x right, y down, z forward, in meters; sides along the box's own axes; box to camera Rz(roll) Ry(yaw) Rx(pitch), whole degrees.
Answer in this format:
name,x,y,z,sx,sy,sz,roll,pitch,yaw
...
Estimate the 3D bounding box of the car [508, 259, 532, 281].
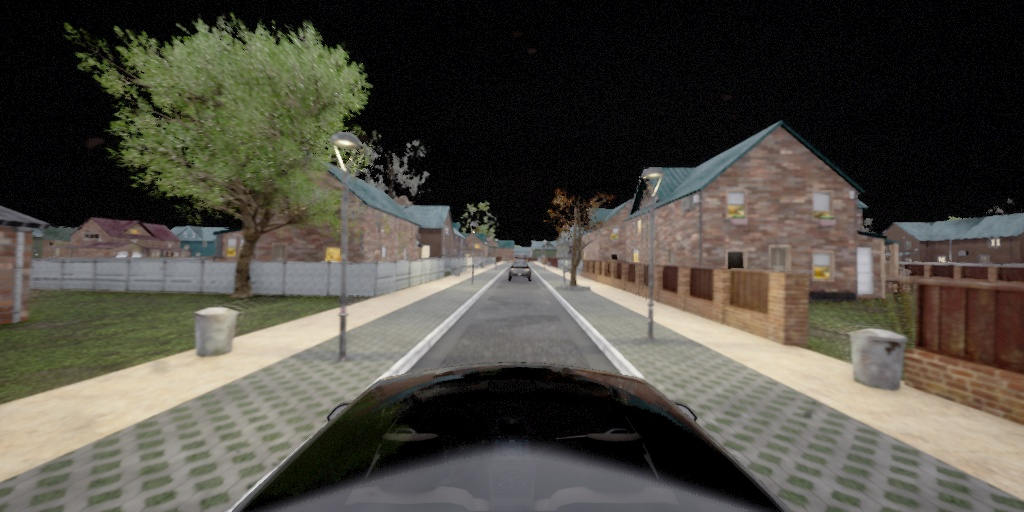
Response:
name,x,y,z,sx,sy,sz,roll,pitch,yaw
car,0.676,1.238,30.484,2.128,1.511,4.902,1,0,1
